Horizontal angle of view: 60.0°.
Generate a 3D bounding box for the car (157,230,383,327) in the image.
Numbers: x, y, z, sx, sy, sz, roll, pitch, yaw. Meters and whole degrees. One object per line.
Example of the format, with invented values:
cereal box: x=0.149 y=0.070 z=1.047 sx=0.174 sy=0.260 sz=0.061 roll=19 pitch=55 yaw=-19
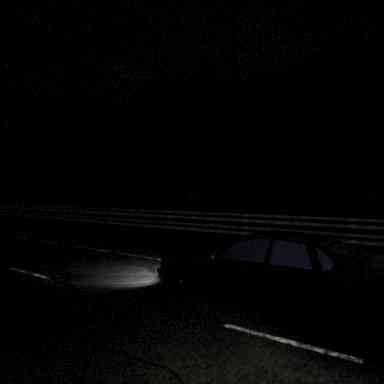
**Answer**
car: x=1.786 y=1.548 z=7.021 sx=5.357 sy=1.411 sz=2.033 roll=0 pitch=0 yaw=35
